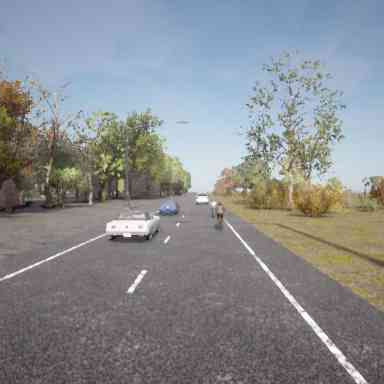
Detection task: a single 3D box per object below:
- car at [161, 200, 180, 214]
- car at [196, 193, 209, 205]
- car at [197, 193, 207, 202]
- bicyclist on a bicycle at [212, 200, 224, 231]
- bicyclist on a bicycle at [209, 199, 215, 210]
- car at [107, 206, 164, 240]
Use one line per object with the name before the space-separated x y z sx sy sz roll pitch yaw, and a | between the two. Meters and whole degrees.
car | -2.297 1.550 35.017 2.033 1.411 5.357 0 0 2
car | 1.911 1.228 60.745 2.150 2.045 5.566 0 0 2
car | 2.187 1.234 74.355 2.150 2.045 5.566 0 0 2
bicyclist on a bicycle | 1.648 1.454 19.551 0.582 1.620 1.656 0 0 2
bicyclist on a bicycle | 1.933 1.439 29.245 0.866 1.612 1.509 0 0 1
car | -2.792 1.601 16.919 1.895 1.301 4.718 0 0 2
